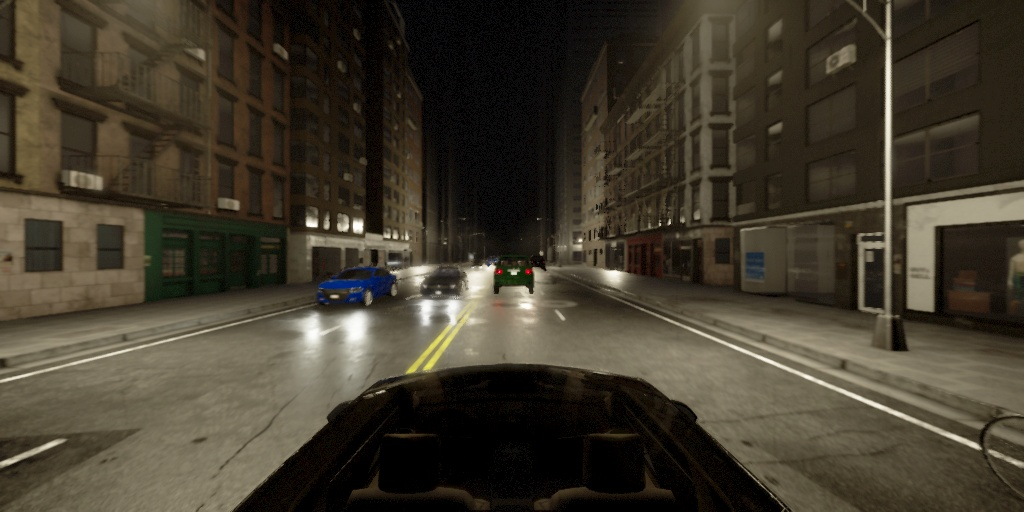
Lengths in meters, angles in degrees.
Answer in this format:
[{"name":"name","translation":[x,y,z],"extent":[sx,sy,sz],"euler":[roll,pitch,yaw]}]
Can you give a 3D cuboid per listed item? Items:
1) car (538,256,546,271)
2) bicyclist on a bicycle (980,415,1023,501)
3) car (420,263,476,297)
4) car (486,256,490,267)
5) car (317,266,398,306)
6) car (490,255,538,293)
[{"name":"car","translation":[3.343,0.950,48.304],"extent":[2.150,2.045,5.566],"euler":[0,0,0]},{"name":"bicyclist on a bicycle","translation":[4.143,1.121,2.267],"extent":[0.659,1.776,1.843],"euler":[0,0,0]},{"name":"car","translation":[-3.353,1.291,19.004],"extent":[2.033,1.411,5.357],"euler":[0,0,0]},{"name":"car","translation":[-3.258,1.040,63.313],"extent":[2.150,2.045,5.566],"euler":[0,0,0]},{"name":"car","translation":[-6.601,1.223,15.835],"extent":[1.882,1.535,5.008],"euler":[0,0,0]},{"name":"car","translation":[0.098,0.966,20.817],"extent":[2.150,2.045,5.566],"euler":[0,0,0]}]
